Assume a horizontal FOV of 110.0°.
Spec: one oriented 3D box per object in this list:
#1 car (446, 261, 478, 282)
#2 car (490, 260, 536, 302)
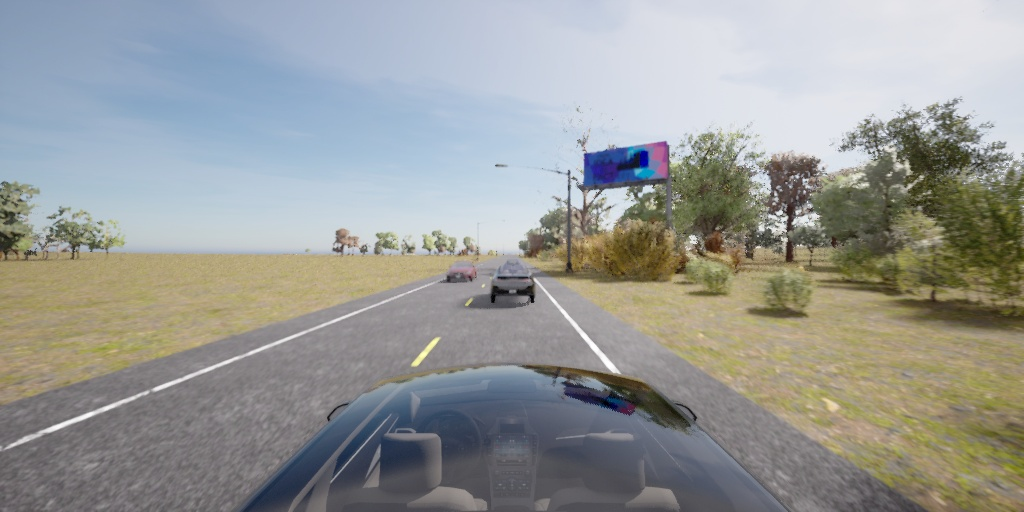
[{"bbox_3d":[-3.528,1.060,25.983,1.812,1.442,4.674,0,0,1],"label":"car"},{"bbox_3d":[0.047,1.116,15.996,2.128,1.511,4.902,0,1,0],"label":"car"}]
